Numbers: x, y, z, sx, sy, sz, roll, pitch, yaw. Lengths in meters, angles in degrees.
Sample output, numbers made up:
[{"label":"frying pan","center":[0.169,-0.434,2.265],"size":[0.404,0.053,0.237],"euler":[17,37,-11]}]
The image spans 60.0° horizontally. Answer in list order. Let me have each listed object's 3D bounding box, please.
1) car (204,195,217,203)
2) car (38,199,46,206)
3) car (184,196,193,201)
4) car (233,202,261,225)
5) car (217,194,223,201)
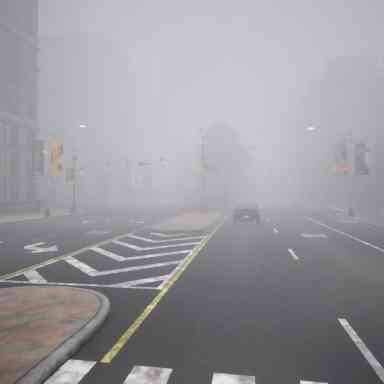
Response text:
[{"label":"car","center":[3.555,1.478,71.160],"size":[1.882,1.535,5.008],"euler":[0,0,9]},{"label":"car","center":[-25.124,1.353,51.811],"size":[4.553,1.767,2.097],"euler":[0,0,9]},{"label":"car","center":[-0.923,1.595,85.445],"size":[1.895,1.301,4.718],"euler":[0,0,9]},{"label":"car","center":[4.028,1.478,24.500],"size":[1.882,1.535,5.008],"euler":[0,0,10]},{"label":"car","center":[6.032,1.525,86.139],"size":[2.128,1.511,4.902],"euler":[0,0,9]}]
